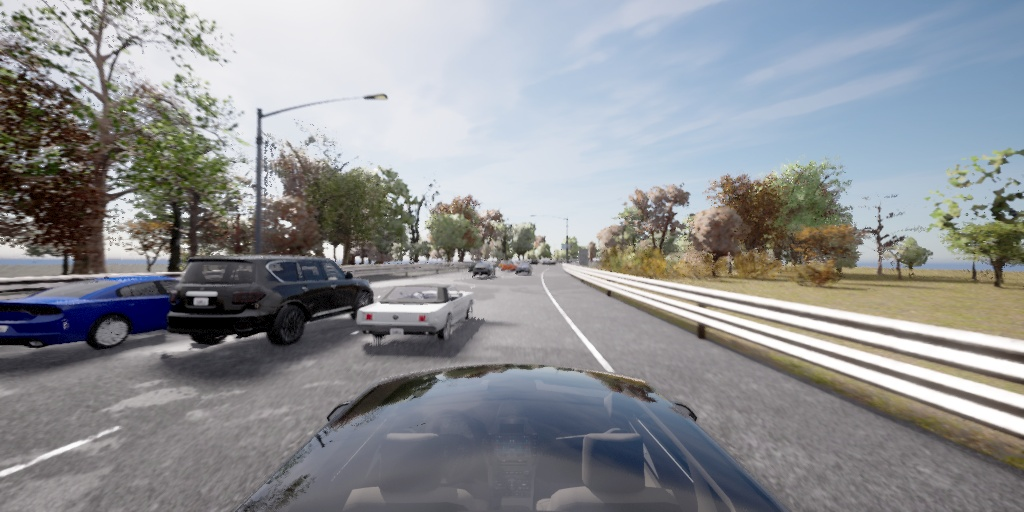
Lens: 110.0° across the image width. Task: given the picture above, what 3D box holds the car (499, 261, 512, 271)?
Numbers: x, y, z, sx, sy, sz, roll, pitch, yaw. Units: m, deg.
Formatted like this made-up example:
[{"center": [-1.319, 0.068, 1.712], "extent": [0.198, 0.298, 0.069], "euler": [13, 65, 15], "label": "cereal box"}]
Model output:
[{"center": [-0.295, 1.533, 58.121], "extent": [2.097, 1.767, 4.553], "euler": [0, 0, 8], "label": "car"}]

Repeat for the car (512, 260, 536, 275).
[{"center": [1.628, 1.646, 46.654], "extent": [2.033, 1.411, 5.357], "euler": [0, 0, 8], "label": "car"}]

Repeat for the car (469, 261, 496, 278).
[{"center": [-2.927, 1.524, 38.489], "extent": [1.837, 1.490, 4.892], "euler": [0, 0, 7], "label": "car"}]

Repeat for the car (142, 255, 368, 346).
[{"center": [-5.893, 1.009, 9.725], "extent": [2.150, 2.045, 5.566], "euler": [0, 0, 5], "label": "car"}]

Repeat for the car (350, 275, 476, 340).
[{"center": [-2.355, 1.407, 10.152], "extent": [1.895, 1.301, 4.718], "euler": [0, 0, 5], "label": "car"}]

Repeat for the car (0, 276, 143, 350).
[{"center": [-9.432, 1.245, 9.238], "extent": [1.882, 1.535, 5.008], "euler": [0, 0, 5], "label": "car"}]
